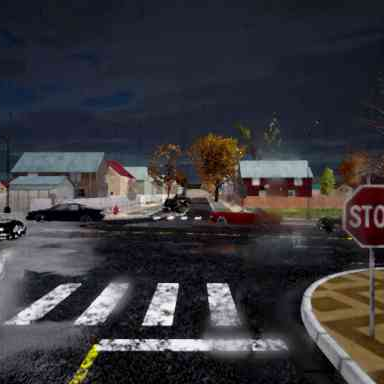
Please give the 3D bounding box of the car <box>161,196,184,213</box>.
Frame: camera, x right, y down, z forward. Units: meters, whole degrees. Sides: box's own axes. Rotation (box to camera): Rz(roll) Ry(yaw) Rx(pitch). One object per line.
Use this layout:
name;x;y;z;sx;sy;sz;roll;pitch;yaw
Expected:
car;-2.253;1.529;36.651;1.837;1.490;4.892;0;0;2

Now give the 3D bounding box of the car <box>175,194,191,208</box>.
car;-1.744;1.270;50.177;2.150;2.045;5.566;0;0;2

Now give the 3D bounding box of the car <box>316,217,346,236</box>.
car;9.433;1.735;18.323;4.718;1.301;1.895;1;0;8

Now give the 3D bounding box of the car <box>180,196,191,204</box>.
car;-1.151;1.607;65.016;1.812;1.442;4.674;0;0;3

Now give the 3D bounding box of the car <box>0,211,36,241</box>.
car;-9.565;1.382;14.160;4.892;1.490;1.837;1;0;8

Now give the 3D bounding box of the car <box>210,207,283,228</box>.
car;3.597;1.667;22.407;4.718;1.301;1.895;1;-1;8

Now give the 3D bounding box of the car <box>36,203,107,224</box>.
car;-8.918;1.503;23.962;5.357;1.411;2.033;1;0;-8
